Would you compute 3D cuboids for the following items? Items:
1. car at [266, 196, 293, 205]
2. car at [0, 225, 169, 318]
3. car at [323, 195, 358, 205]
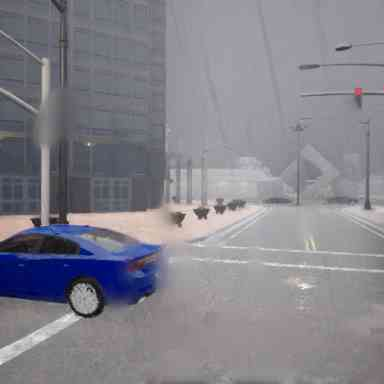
[{"bbox_3d":[14.481,1.405,55.155,4.181,1.385,1.994,0,0,32],"label":"car"},{"bbox_3d":[-2.972,1.451,7.135,5.008,1.535,1.882,0,0,17],"label":"car"},{"bbox_3d":[25.090,1.397,55.552,4.892,1.490,1.837,0,2,5],"label":"car"}]
